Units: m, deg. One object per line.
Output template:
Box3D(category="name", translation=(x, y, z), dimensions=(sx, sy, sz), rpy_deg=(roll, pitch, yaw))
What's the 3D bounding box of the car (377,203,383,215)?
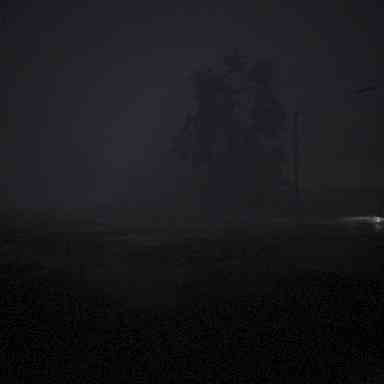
Box3D(category="car", translation=(18.609, 1.346, 30.065), dimensions=(4.902, 1.511, 2.128), rpy_deg=(0, 0, -35))
